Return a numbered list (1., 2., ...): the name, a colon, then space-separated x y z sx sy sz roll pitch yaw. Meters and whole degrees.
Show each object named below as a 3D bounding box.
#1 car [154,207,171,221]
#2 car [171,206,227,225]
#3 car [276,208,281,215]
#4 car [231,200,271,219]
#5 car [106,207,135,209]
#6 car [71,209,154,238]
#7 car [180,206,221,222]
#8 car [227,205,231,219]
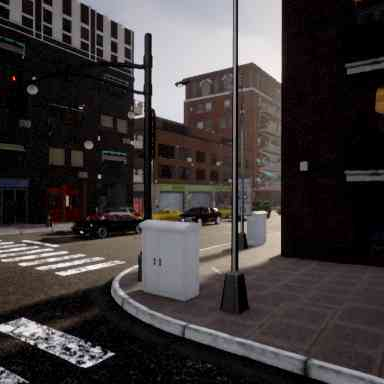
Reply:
1. car: -2.353 1.944 27.528 1.752 1.417 4.829 -1 -2 35
2. car: 0.700 1.962 27.349 1.837 1.490 4.892 0 -1 35
3. car: 13.145 2.414 45.090 2.033 1.411 5.357 0 -1 35
4. car: 6.753 1.878 36.023 2.150 2.045 5.566 0 -1 35
5. car: -5.416 1.758 23.141 1.967 1.590 4.097 -1 -2 35
6. car: -4.667 1.881 19.663 1.895 1.301 4.718 0 -1 35
7. car: 0.905 2.092 32.196 1.947 1.339 4.313 -1 -2 35
8. car: 3.969 2.153 36.587 1.752 1.417 4.829 -1 -2 35
